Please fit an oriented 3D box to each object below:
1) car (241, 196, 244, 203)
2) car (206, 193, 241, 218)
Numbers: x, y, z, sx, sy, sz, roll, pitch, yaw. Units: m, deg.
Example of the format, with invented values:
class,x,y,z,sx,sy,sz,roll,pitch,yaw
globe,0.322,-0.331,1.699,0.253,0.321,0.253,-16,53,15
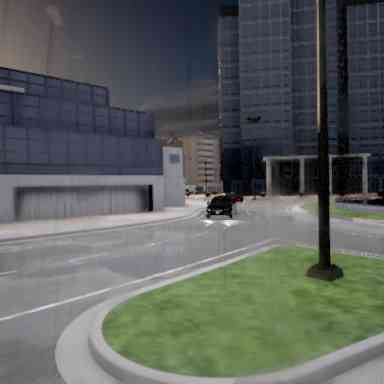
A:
class,x,y,z,sx,sy,sz,roll,pitch,yaw
car,5.157,0.777,44.606,1.895,1.301,4.718,-1,1,-21
car,2.272,1.064,24.577,1.837,1.490,4.892,-1,1,14
